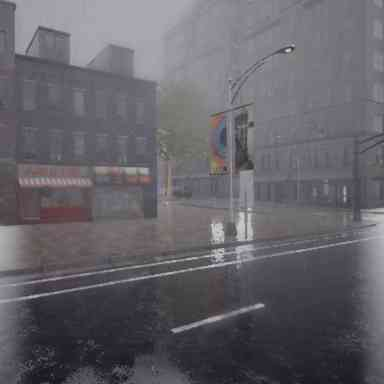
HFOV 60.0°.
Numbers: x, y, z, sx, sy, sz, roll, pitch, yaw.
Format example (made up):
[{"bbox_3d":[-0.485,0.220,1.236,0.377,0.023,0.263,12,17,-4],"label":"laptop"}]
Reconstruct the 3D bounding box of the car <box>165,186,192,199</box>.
[{"bbox_3d":[-2.213,0.017,53.376,2.150,2.045,5.566,-1,3,-35],"label":"car"}]
